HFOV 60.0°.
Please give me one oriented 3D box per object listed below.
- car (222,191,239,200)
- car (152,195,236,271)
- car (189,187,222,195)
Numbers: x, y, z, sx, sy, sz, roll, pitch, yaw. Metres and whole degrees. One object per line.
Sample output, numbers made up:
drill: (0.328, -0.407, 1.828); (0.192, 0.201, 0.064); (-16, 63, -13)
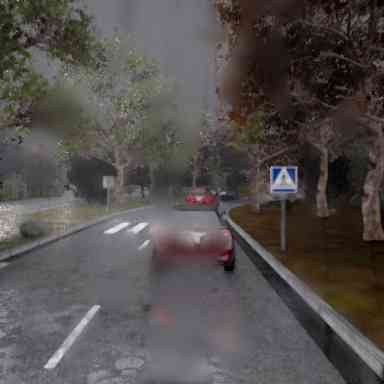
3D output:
car: (4.618, 0.602, 45.885); (2.033, 1.411, 5.357); (0, 1, 36)
car: (0.058, 1.127, 10.192); (2.097, 1.767, 4.553); (0, 1, 0)
car: (1.022, 0.617, 28.137); (2.150, 2.045, 5.566); (0, 1, 10)
